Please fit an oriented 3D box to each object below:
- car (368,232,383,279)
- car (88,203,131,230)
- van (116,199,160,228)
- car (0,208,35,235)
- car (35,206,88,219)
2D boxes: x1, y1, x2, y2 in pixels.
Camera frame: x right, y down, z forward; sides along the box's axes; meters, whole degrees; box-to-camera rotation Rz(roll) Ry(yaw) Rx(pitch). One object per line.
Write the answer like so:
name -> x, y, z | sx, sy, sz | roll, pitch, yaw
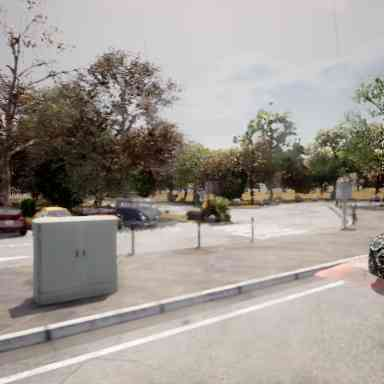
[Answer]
car -> 6.310, 1.101, 8.156 | 4.553, 1.767, 2.097 | -3, 2, -35
car -> -6.267, 1.695, 22.308 | 2.163, 1.488, 4.792 | 1, 0, -36
van -> -3.924, 1.468, 23.804 | 1.878, 1.987, 4.442 | 1, 0, -36
car -> -10.782, 1.639, 19.078 | 2.163, 1.488, 4.792 | 1, 0, -36
car -> -8.400, 1.634, 20.517 | 1.946, 1.575, 5.366 | 1, 0, -36
